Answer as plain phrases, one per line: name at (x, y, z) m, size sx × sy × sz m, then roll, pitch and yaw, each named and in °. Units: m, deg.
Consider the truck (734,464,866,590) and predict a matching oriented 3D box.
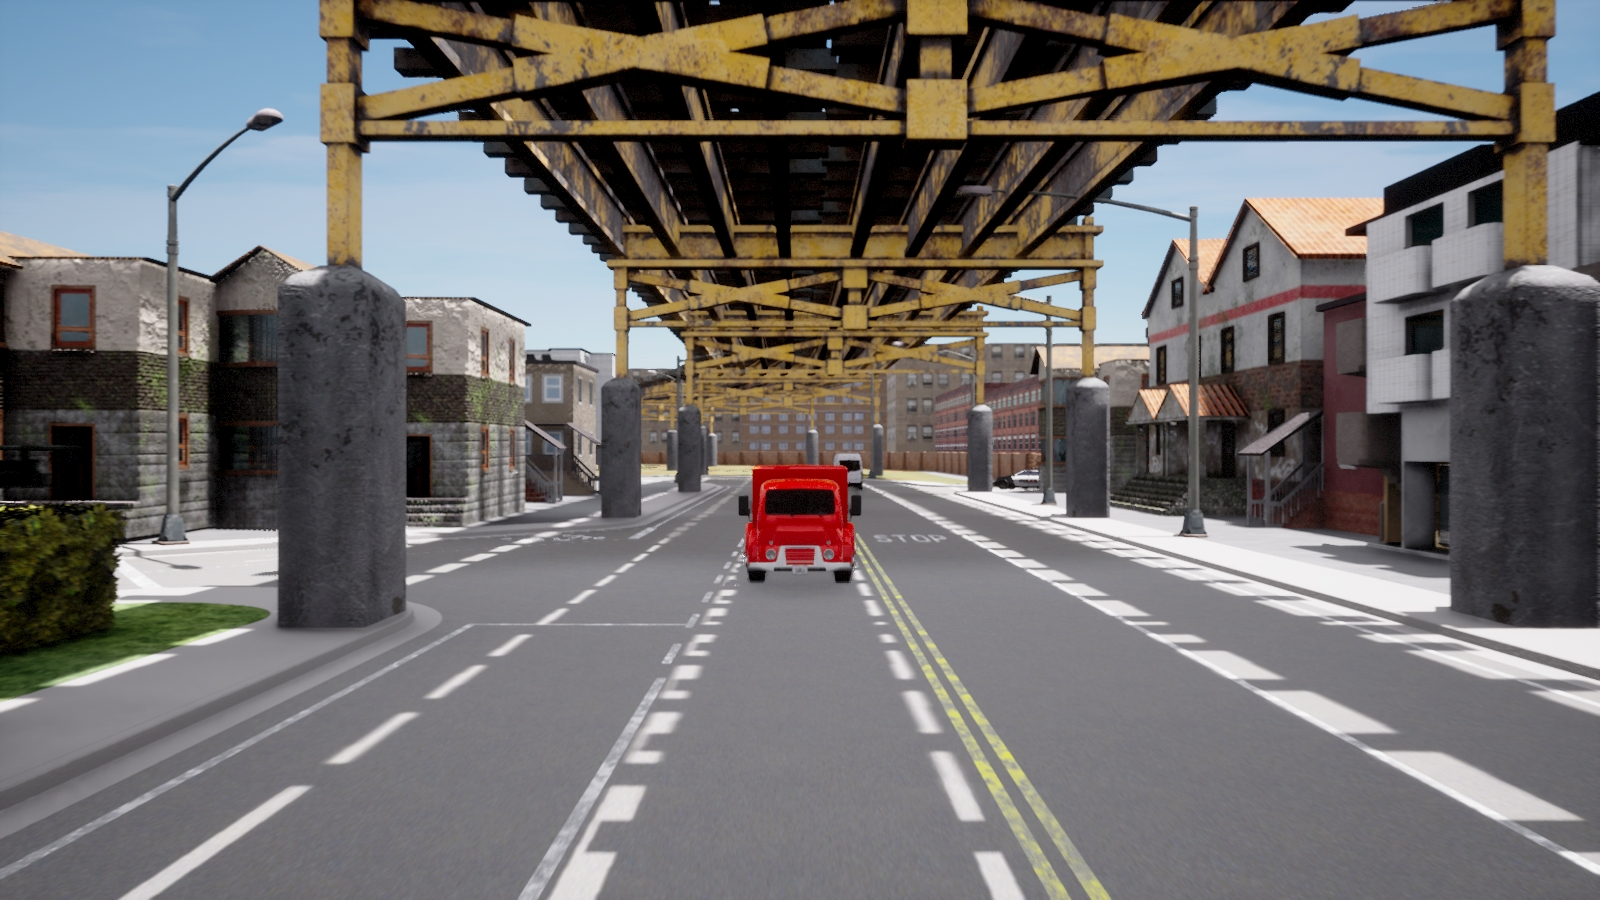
truck at (-0.005, 1.567, 25.407) m, size 2.627 × 2.467 × 5.204 m, roll 0°, pitch 0°, yaw 0°
